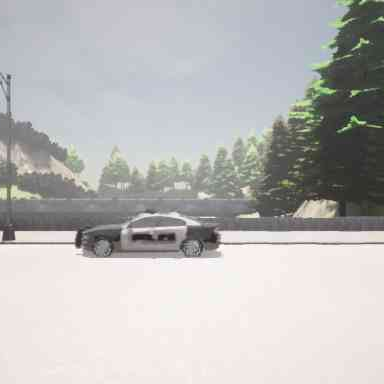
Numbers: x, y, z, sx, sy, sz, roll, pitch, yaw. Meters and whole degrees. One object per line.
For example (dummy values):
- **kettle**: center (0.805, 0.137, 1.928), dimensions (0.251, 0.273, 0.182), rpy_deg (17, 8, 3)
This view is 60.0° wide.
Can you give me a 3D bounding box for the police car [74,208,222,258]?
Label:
- **police car**: center (-1.533, 1.431, 12.170), dimensions (5.238, 1.638, 1.930), rpy_deg (0, 0, 0)
